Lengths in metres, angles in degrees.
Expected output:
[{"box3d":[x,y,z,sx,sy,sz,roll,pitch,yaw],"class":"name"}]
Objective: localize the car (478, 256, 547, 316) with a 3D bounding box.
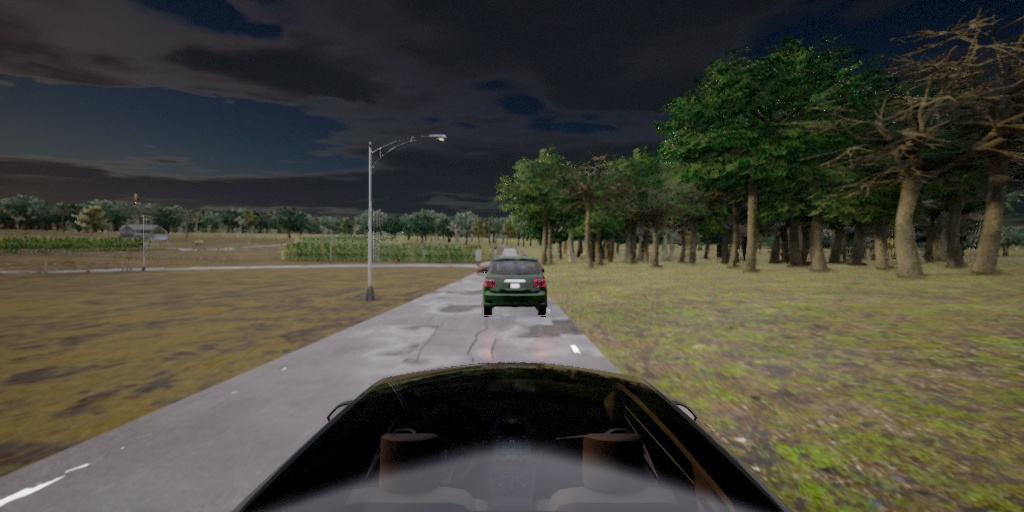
[{"box3d":[0.106,1.033,13.816,2.150,2.045,5.566,0,0,0],"class":"car"}]
